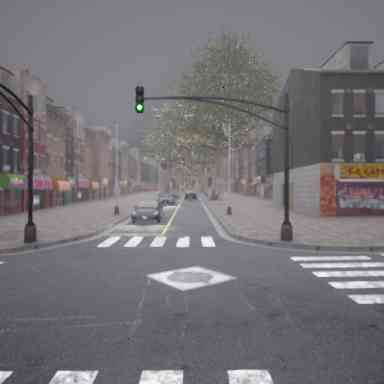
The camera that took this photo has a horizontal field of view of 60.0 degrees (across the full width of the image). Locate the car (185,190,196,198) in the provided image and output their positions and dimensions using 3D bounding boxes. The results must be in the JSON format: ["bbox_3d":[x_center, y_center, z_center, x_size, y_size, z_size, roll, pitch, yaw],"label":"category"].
[{"bbox_3d":[-0.236,0.317,62.241,1.994,1.385,4.181,0,1,0],"label":"car"}]

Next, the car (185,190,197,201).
[{"bbox_3d":[-0.196,0.491,51.819,1.882,1.535,5.008,0,1,0],"label":"car"}]

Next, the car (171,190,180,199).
[{"bbox_3d":[-2.964,0.457,56.397,1.837,1.490,4.892,0,1,0],"label":"car"}]

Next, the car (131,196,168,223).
[{"bbox_3d":[-2.935,1.253,22.827,1.812,1.442,4.674,0,1,0],"label":"car"}]

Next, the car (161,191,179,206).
[{"bbox_3d":[-2.995,0.885,39.878,1.994,1.385,4.181,0,1,0],"label":"car"}]
